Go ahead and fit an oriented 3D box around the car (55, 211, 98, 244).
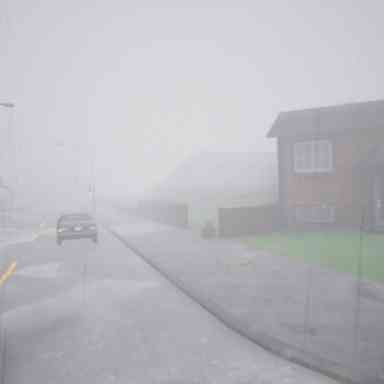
[{"bbox_3d":[-5.843,1.680,16.763,2.033,1.411,5.357,-2,0,-21],"label":"car"}]
